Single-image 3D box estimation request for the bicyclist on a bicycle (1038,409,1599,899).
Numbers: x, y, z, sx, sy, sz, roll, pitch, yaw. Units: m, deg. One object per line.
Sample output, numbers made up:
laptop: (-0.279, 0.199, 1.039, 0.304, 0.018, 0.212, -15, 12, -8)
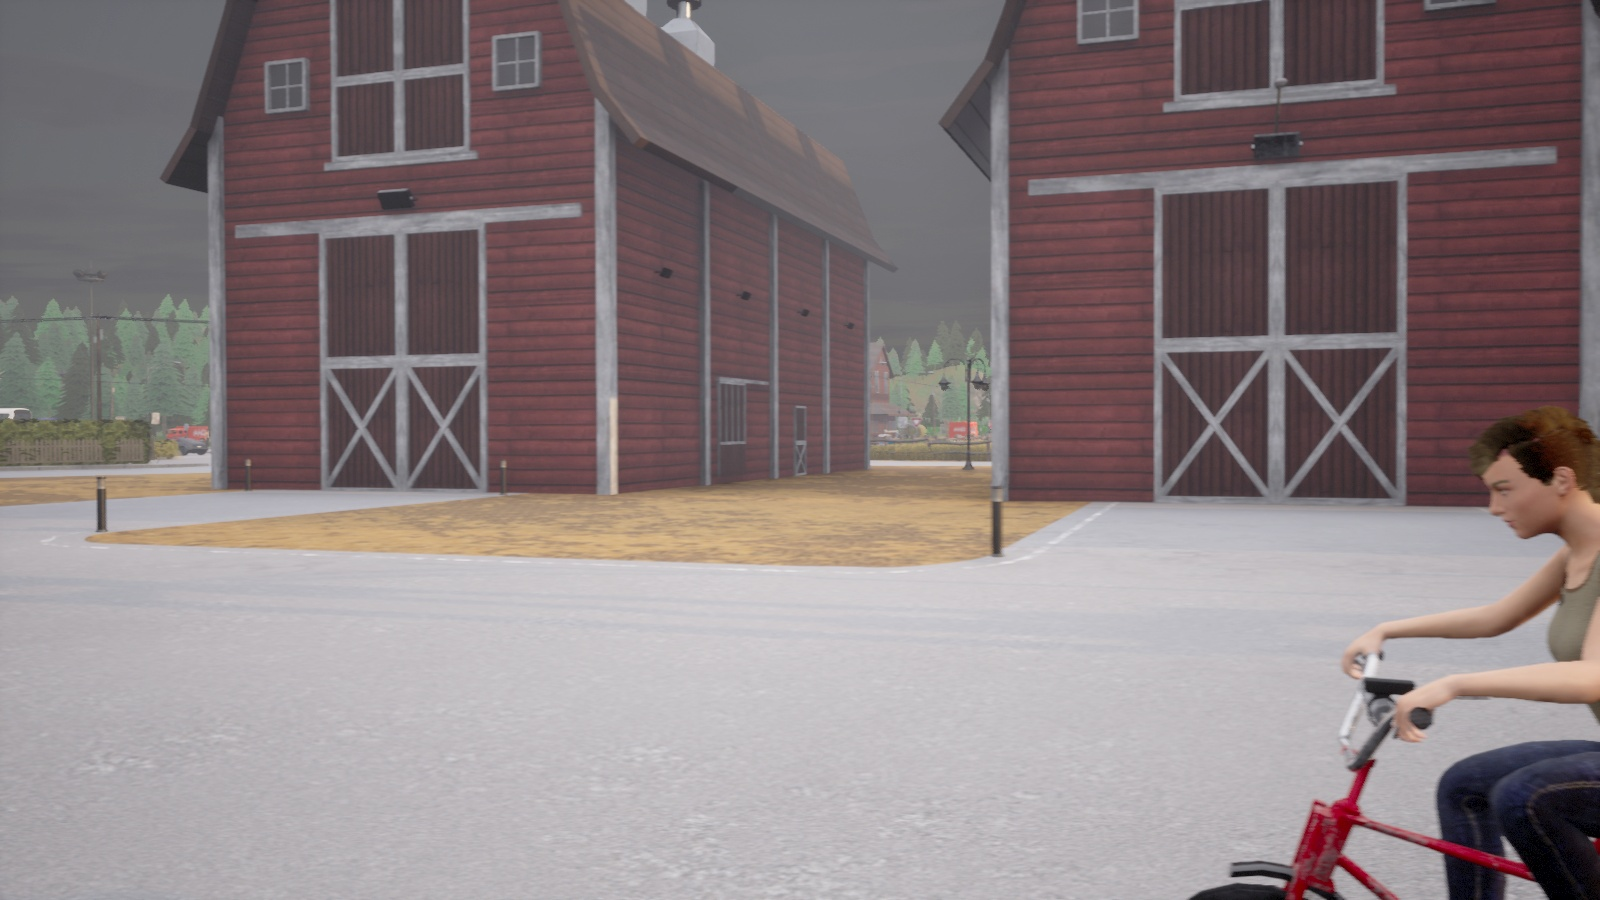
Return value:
bicyclist on a bicycle: (1.342, 0.724, 2.746, 1.509, 1.612, 0.866, 0, 1, 18)
